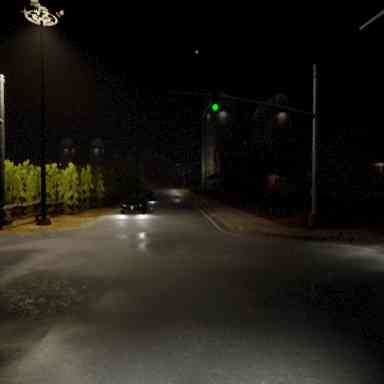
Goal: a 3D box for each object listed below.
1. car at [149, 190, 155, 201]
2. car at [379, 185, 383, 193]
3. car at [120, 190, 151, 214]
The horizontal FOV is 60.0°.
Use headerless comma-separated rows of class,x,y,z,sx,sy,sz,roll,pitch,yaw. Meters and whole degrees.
car,-5.906,0.465,44.423,2.033,1.411,5.357,0,1,-4
car,43.264,-0.691,74.037,1.905,1.878,3.866,9,9,42
car,-4.599,0.868,26.920,1.837,1.490,4.892,0,1,-4
